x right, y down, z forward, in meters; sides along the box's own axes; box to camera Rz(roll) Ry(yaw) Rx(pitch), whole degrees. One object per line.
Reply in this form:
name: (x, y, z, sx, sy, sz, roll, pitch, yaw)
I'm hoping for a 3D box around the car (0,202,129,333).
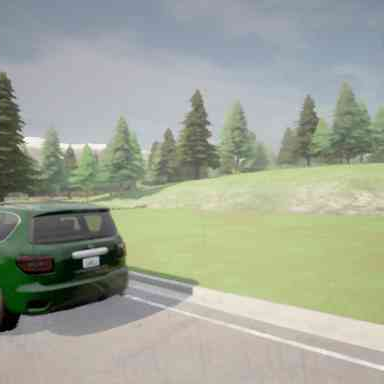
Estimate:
car: (-3.715, 1.224, 7.048, 5.566, 2.045, 2.150, 0, 0, 39)
